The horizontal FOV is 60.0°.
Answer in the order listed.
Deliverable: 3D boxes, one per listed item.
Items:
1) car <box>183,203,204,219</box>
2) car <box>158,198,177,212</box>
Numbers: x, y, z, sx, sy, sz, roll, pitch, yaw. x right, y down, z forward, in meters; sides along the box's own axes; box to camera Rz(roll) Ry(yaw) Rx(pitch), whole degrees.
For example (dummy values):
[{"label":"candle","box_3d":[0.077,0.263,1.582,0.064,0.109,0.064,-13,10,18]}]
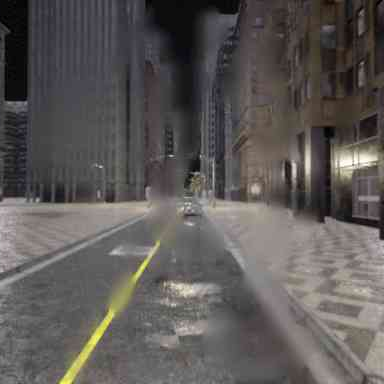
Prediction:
[{"label":"car","box_3d":[0.106,1.711,31.211,2.033,1.411,5.357,0,0,0]},{"label":"car","box_3d":[-2.991,1.601,41.761,2.097,1.767,4.553,0,0,0]}]
